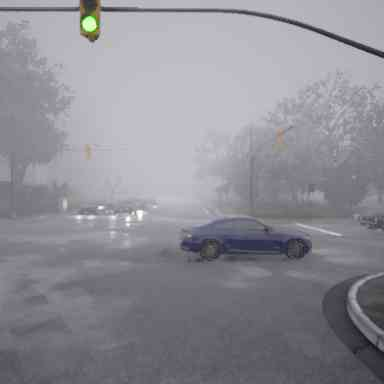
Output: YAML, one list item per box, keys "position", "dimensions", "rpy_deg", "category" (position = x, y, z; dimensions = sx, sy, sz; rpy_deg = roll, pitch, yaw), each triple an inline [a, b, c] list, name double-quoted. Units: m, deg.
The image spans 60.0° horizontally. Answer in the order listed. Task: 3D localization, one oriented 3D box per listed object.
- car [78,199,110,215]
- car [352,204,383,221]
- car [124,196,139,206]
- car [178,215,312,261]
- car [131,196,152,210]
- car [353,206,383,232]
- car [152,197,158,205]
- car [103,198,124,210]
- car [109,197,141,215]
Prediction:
- position: [-10.581, 1.630, 35.885]
  dimensions: [2.033, 1.411, 5.357]
  rpy_deg: [0, 0, 0]
  category: "car"
- position: [13.713, 1.546, 23.087]
  dimensions: [4.902, 1.511, 2.128]
  rpy_deg: [0, 0, -3]
  category: "car"
- position: [-10.741, 1.577, 59.335]
  dimensions: [1.837, 1.490, 4.892]
  rpy_deg: [0, 1, -1]
  category: "car"
- position: [1.828, 1.553, 11.803]
  dimensions: [4.674, 1.442, 1.812]
  rpy_deg: [0, 0, -3]
  category: "car"
- position: [-7.094, 1.586, 45.000]
  dimensions: [2.128, 1.511, 4.902]
  rpy_deg: [0, 0, 0]
  category: "car"
- position: [12.425, 1.647, 19.508]
  dimensions: [4.718, 1.301, 1.895]
  rpy_deg: [0, 0, -3]
  category: "car"
- position: [-7.245, 1.553, 59.469]
  dimensions: [1.882, 1.535, 5.008]
  rpy_deg: [0, 1, -1]
  category: "car"
- position: [-10.591, 1.620, 45.252]
  dimensions: [1.812, 1.442, 4.674]
  rpy_deg: [0, 0, 0]
  category: "car"
- position: [-7.083, 1.587, 35.629]
  dimensions: [1.837, 1.490, 4.892]
  rpy_deg: [0, 0, 0]
  category: "car"
